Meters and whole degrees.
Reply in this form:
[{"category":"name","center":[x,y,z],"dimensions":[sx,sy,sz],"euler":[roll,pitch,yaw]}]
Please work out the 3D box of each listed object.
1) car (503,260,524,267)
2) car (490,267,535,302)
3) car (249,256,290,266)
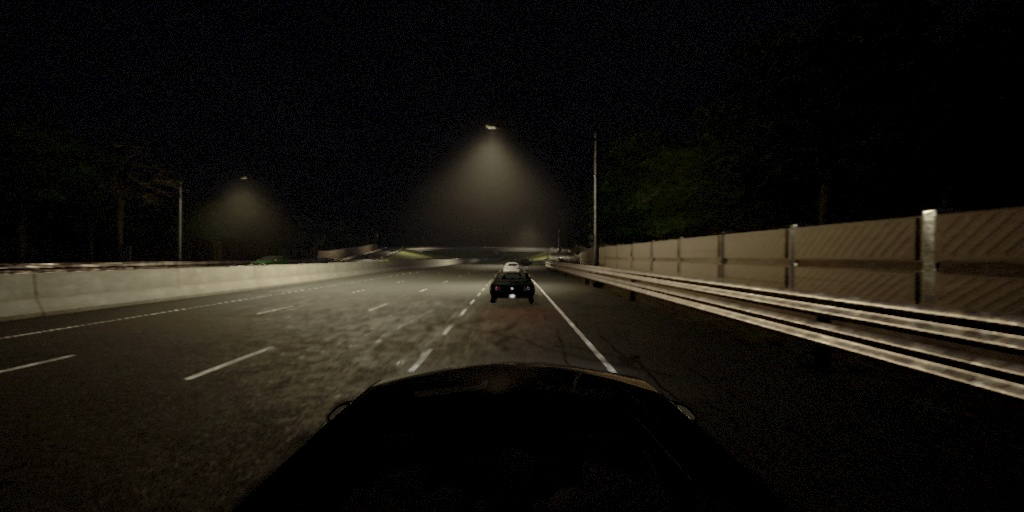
[{"category":"car","center":[0.028,1.360,37.245],"dimensions":[1.812,1.442,4.674],"euler":[0,0,0]},{"category":"car","center":[0.013,1.375,17.010],"dimensions":[1.895,1.301,4.718],"euler":[0,0,0]},{"category":"car","center":[-31.466,1.002,46.807],"dimensions":[2.150,2.045,5.566],"euler":[0,0,0]}]
